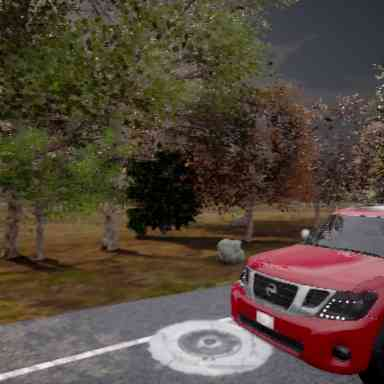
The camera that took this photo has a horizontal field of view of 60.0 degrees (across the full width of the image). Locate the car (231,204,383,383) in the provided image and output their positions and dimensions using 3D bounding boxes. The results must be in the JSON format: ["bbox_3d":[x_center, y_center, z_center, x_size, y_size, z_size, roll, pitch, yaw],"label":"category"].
[{"bbox_3d":[3.312,1.242,5.460,5.566,2.045,2.150,0,-1,-29],"label":"car"}]
